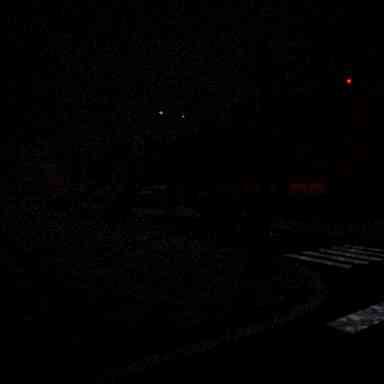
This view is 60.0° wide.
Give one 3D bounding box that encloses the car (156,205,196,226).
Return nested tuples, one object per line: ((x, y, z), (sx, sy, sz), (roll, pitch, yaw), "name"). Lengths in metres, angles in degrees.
((-0.944, 1.623, 24.597), (1.752, 1.417, 4.829), (1, 0, -36), "car")

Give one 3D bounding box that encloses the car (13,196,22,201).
((-44.081, 1.658, 84.310), (2.008, 1.369, 4.403), (0, 0, -36), "car")

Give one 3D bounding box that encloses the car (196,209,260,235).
((2.482, 1.655, 19.855), (1.887, 1.381, 4.507), (1, 0, -36), "car")

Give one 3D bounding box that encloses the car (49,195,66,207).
((-20.798, 1.389, 52.084), (2.192, 1.841, 5.009), (1, 0, -36), "car")

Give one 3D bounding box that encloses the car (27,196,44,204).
((-30.776, 1.518, 65.895), (1.967, 1.590, 4.097), (1, 0, -36), "car")

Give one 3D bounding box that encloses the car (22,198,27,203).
((-34.103, 1.663, 70.499), (1.802, 1.307, 4.206), (1, 0, -36), "car")

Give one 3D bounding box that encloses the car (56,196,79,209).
((-17.474, 1.638, 47.478), (1.947, 1.339, 4.313), (1, 0, -36), "car")

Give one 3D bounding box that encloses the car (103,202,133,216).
((-7.496, 1.646, 33.667), (1.947, 1.339, 4.313), (1, 0, -36), "car")
